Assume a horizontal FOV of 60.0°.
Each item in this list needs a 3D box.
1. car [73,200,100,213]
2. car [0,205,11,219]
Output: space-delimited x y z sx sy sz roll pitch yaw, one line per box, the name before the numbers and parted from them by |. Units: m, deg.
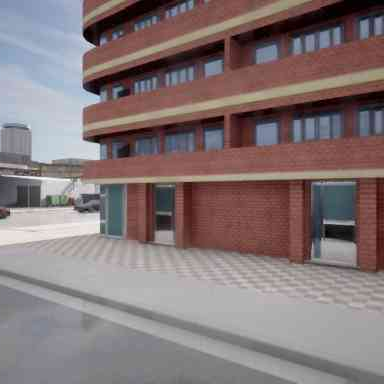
car | -10.356 1.547 36.704 2.033 1.411 5.357 0 0 35
car | -17.076 1.564 26.926 1.994 1.385 4.181 0 0 34
